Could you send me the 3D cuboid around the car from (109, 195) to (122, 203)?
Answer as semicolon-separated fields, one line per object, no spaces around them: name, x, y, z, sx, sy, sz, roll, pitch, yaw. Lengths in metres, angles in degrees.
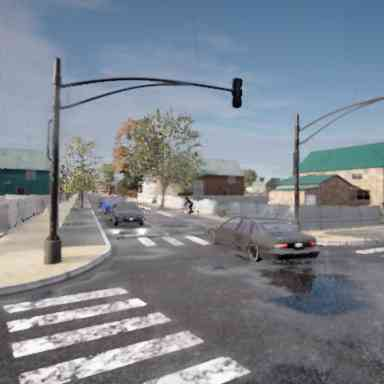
car;-14.119;1.251;61.011;1.895;1.301;4.718;1;0;-18

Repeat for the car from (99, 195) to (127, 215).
car;-7.502;1.276;31.753;1.882;1.535;5.008;1;0;-18

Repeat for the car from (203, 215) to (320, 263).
car;2.326;1.600;12.645;2.033;1.411;5.357;1;2;-24

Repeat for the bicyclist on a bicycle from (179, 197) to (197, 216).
bicyclist on a bicycle;-0.343;1.247;28.761;1.656;1.620;0.582;1;0;-18

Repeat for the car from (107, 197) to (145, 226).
car;-4.411;1.368;22.350;1.837;1.490;4.892;1;0;-18

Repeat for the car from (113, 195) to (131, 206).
car;-10.801;1.272;51.228;2.033;1.411;5.357;1;0;-19
